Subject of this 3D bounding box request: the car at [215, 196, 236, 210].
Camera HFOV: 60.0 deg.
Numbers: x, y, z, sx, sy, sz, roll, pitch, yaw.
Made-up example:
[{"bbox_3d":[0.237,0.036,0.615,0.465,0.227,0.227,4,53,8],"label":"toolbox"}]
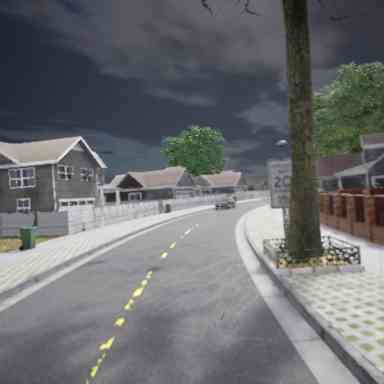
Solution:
[{"bbox_3d":[4.223,1.343,41.861,1.837,1.490,4.892,-4,0,20],"label":"car"}]
